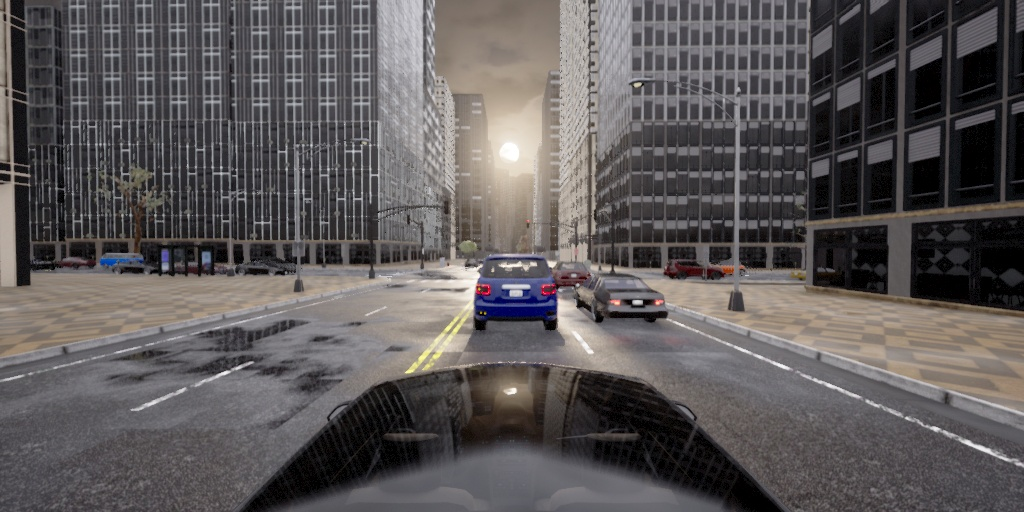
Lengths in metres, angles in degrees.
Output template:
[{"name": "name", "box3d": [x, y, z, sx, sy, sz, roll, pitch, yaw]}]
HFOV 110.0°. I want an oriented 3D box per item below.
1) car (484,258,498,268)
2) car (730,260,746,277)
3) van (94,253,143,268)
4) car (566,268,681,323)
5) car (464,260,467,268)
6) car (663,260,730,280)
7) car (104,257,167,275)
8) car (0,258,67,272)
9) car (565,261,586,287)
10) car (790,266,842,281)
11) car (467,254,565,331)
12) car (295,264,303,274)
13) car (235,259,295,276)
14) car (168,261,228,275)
[{"name": "car", "box3d": [-3.331, 1.145, 57.947, 1.882, 1.535, 5.008, 0, 0, 0]}, {"name": "car", "box3d": [21.967, 1.237, 37.823, 4.553, 1.767, 2.097, 1, 1, 1]}, {"name": "van", "box3d": [-45.295, 0.576, 41.630, 3.998, 1.789, 1.690, 0, 0, 1]}, {"name": "car", "box3d": [3.349, 1.285, 12.085, 2.033, 1.411, 5.357, 0, 0, 0]}, {"name": "car", "box3d": [-6.583, 1.172, 58.135, 1.837, 1.490, 4.892, 0, 0, 0]}, {"name": "car", "box3d": [16.187, 1.246, 32.147, 5.009, 1.841, 2.192, 0, 0, 1]}, {"name": "car", "box3d": [-34.103, 1.046, 32.971, 4.313, 1.339, 1.948, 0, 0, 1]}, {"name": "car", "box3d": [-48.352, 0.905, 35.936, 4.718, 1.301, 1.895, 1, 1, 2]}, {"name": "car", "box3d": [3.345, 1.077, 21.492, 2.097, 1.767, 4.553, 0, 0, 0]}, {"name": "car", "box3d": [27.636, 1.556, 31.952, 4.829, 1.417, 1.751, 0, 0, 1]}, {"name": "car", "box3d": [0.095, 0.960, 11.049, 2.150, 2.045, 5.566, 0, 0, 0]}, {"name": "car", "box3d": [-23.321, 1.038, 35.385, 4.892, 1.490, 1.837, 1, 1, 1]}, {"name": "car", "box3d": [-22.738, 1.151, 32.667, 4.313, 1.339, 1.948, 0, 0, 1]}, {"name": "car", "box3d": [-28.422, 1.115, 32.799, 4.207, 1.307, 1.802, 0, 0, 1]}]
